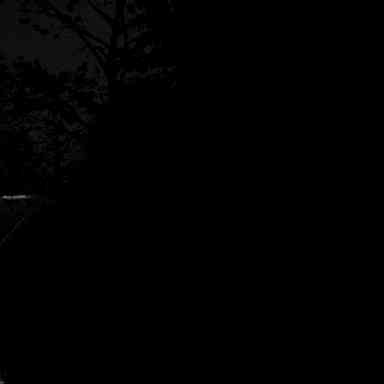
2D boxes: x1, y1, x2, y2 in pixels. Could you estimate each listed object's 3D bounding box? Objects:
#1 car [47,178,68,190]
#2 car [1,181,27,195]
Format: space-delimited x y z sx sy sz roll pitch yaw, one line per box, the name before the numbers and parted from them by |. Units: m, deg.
car | -18.368 -0.865 44.595 2.128 1.511 4.902 0 4 -13
car | -20.853 -0.518 39.079 1.837 1.490 4.892 0 5 -13
